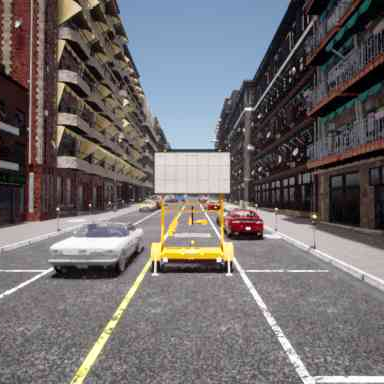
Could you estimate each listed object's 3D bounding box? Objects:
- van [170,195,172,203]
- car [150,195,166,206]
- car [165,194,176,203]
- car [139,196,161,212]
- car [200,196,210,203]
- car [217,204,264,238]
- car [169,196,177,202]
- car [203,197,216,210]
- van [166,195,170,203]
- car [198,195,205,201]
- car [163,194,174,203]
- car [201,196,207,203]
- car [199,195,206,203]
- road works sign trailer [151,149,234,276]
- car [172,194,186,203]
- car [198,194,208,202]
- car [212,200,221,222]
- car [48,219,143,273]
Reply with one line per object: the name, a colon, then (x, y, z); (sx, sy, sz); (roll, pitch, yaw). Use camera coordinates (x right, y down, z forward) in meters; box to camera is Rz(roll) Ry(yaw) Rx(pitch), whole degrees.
van: (-5.154, 1.480, 62.010); (1.690, 1.788, 3.998); (1, 0, 0)
car: (-5.189, 1.398, 45.419); (2.192, 1.841, 5.009); (2, 0, 0)
car: (-5.116, 1.525, 78.600); (2.192, 1.841, 5.009); (1, 0, 0)
car: (-5.207, 1.593, 39.717); (1.752, 1.417, 4.829); (2, 0, 0)
car: (2.756, 1.625, 72.992); (1.967, 1.590, 4.097); (1, 0, 0)
car: (2.624, 1.564, 17.684); (1.887, 1.381, 4.507); (1, 0, 0)
car: (-5.099, 1.830, 89.662); (1.947, 1.339, 4.313); (1, 0, 0)
car: (2.672, 1.613, 39.806); (1.887, 1.381, 4.507); (1, 0, 0)
van: (-5.165, 1.459, 56.478); (1.690, 1.788, 3.998); (2, 0, 0)
car: (2.762, 1.734, 95.117); (1.967, 1.590, 4.097); (1, 0, 0)
car: (-5.129, 1.500, 73.070); (2.192, 1.841, 5.009); (1, 0, 0)
car: (2.684, 1.634, 45.338); (2.008, 1.369, 4.403); (1, 0, 0)
car: (2.722, 1.683, 61.930); (1.887, 1.381, 4.507); (1, 0, 0)
road works sign trailer: (0.013, 0.473, 10.378); (2.380, 3.560, 2.880); (0, 0, 0)
car: (-2.589, 1.404, 72.595); (2.150, 2.045, 5.566); (0, 0, 0)
car: (2.741, 1.550, 84.054); (2.192, 1.841, 5.009); (1, 0, 0)
car: (2.637, 1.554, 23.386); (1.752, 1.417, 4.829); (1, 0, 0)
car: (-2.827, 1.610, 10.779); (1.895, 1.301, 4.718); (0, 0, 0)
